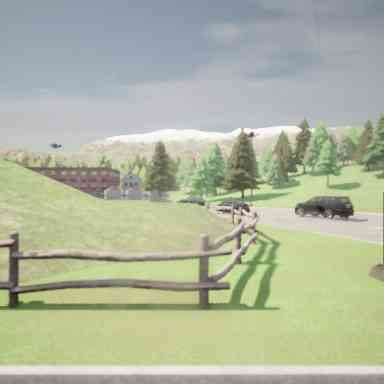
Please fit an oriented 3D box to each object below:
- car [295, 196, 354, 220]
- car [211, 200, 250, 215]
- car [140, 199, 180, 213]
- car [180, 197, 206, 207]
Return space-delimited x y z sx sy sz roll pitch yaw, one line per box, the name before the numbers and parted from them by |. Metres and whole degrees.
car | 11.979 1.376 30.398 2.150 2.045 5.566 1 0 -26
car | 4.083 1.642 36.245 1.837 1.490 4.892 1 -1 -37
car | -4.138 1.616 39.732 4.892 1.490 1.837 0 -1 41
car | -0.030 1.530 54.220 4.553 1.767 2.097 0 0 34
